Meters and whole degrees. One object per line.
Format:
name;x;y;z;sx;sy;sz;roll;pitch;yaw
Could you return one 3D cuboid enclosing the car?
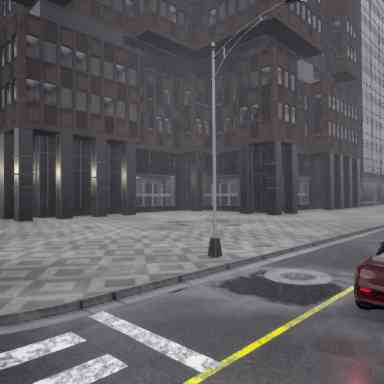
car;4.838;1.535;6.820;1.812;1.442;4.674;-1;-1;44
